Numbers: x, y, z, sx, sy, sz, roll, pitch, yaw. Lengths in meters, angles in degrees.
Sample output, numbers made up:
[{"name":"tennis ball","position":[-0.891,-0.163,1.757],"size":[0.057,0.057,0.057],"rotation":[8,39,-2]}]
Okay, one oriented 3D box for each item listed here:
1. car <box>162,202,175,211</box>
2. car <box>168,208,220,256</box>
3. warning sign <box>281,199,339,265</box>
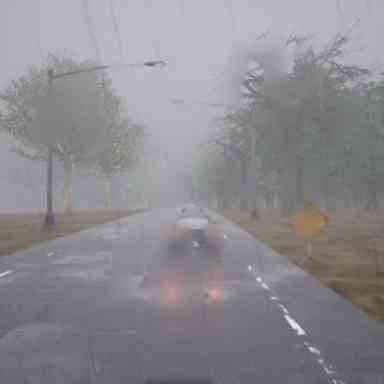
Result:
[{"name":"car","position":[-3.568,2.242,52.124],"size":[2.033,1.411,5.357],"rotation":[0,-2,0]},{"name":"car","position":[0.074,1.596,13.312],"size":[1.812,1.442,4.674],"rotation":[0,0,0]},{"name":"warning sign","position":[3.522,1.159,10.059],"size":[1.300,1.860,1.060],"rotation":[-2,-2,0]}]
